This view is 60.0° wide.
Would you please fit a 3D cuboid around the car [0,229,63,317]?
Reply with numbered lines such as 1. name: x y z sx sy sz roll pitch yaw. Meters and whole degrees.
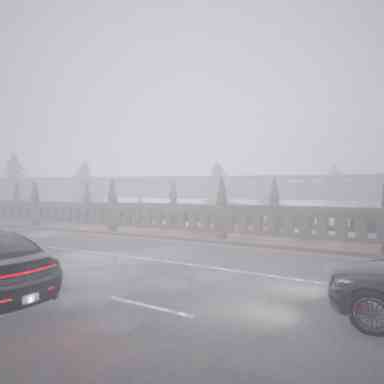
1. car: -4.714 1.501 6.711 4.892 1.490 1.837 0 0 31

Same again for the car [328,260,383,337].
1. car: 4.515 1.494 4.893 4.674 1.442 1.812 0 0 36
